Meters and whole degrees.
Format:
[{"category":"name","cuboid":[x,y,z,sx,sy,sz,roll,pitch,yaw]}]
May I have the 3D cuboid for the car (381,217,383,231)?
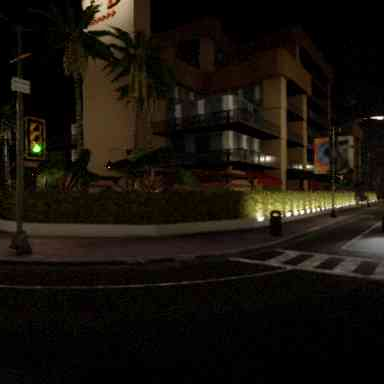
[{"category":"car","cuboid":[12.372,1.599,19.510,1.895,1.301,4.718,0,0,35]}]
